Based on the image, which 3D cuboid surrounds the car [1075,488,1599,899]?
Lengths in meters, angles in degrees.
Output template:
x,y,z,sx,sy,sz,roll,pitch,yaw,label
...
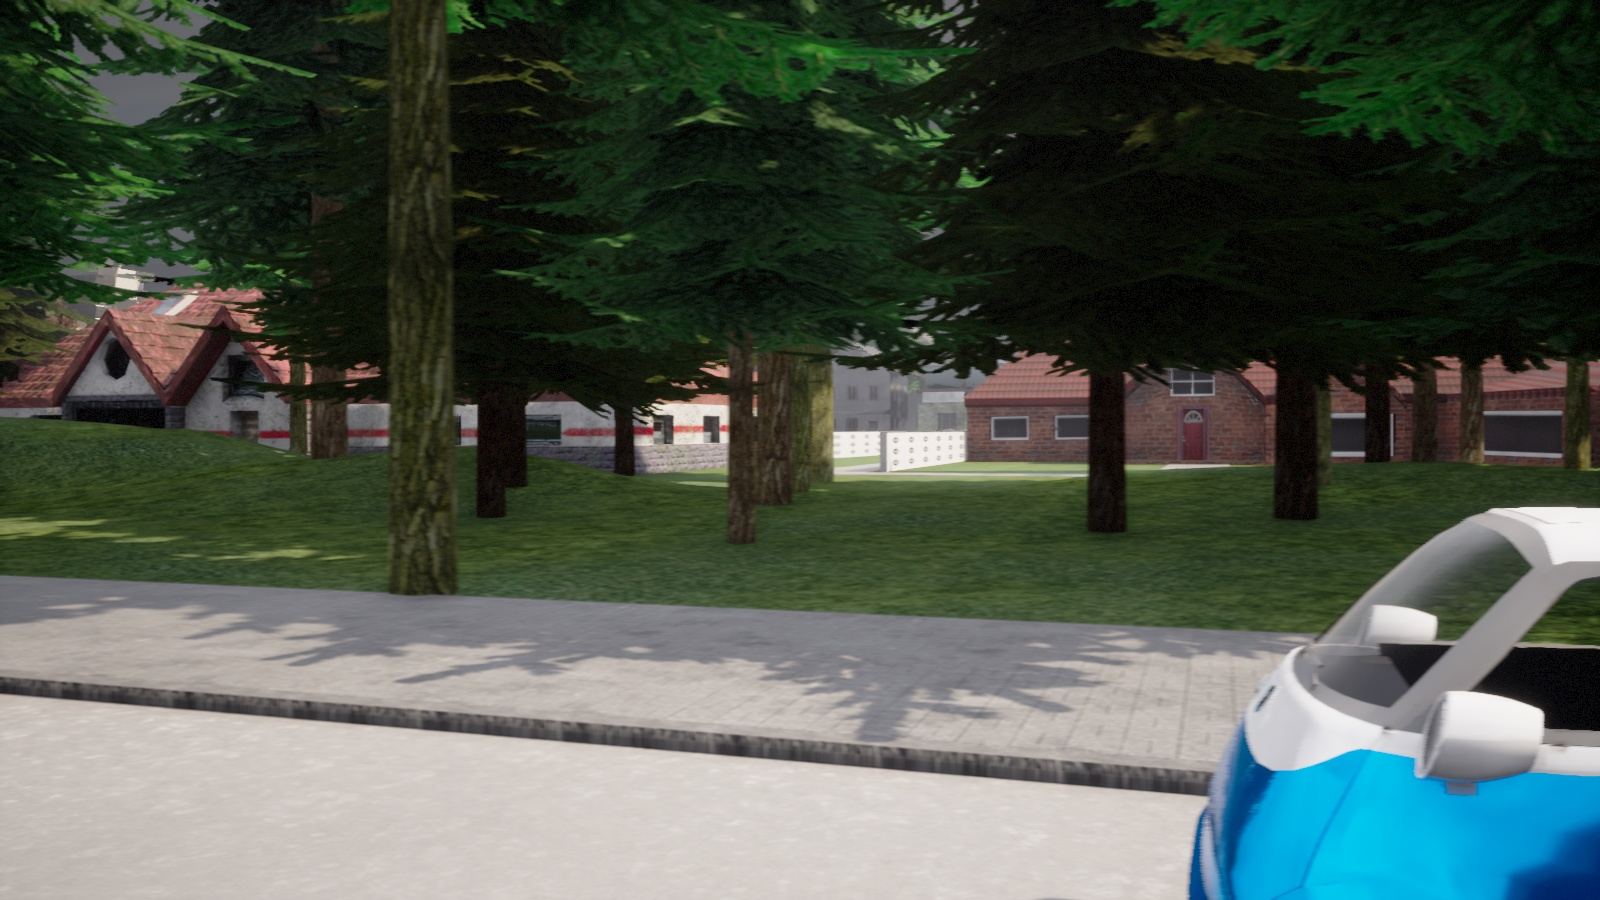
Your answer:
x,y,z,sx,sy,sz,roll,pitch,yaw,label
1.883,0.839,3.088,2.207,1.376,1.481,1,1,19,car
